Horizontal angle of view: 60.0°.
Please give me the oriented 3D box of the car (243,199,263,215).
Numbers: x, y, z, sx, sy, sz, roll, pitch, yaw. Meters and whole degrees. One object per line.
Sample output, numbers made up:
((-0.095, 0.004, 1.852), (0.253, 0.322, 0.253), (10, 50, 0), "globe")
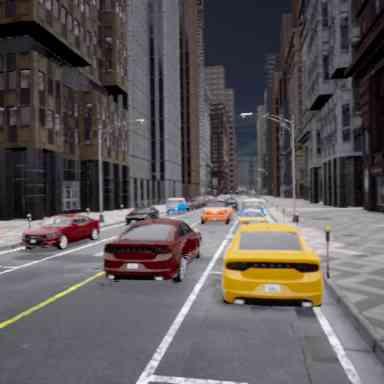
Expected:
((6.576, 1.550, 36.067), (1.967, 1.590, 4.097), (-1, 0, 10), "car")

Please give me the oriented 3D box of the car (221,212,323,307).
((1.819, 1.495, 8.109), (1.882, 1.535, 5.008), (-1, 0, 10), "car")

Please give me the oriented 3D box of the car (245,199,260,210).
((8.617, 1.696, 47.153), (2.008, 1.369, 4.403), (-1, 0, 10), "car")

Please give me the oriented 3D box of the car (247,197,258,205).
((11.677, 1.764, 63.782), (1.947, 1.339, 4.313), (-1, 0, 10), "car")

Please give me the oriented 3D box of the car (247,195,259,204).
((12.692, 1.531, 69.328), (2.192, 1.841, 5.009), (-1, 0, 10), "car")

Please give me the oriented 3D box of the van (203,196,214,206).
((3.288, 1.681, 65.316), (1.690, 1.788, 3.998), (-1, 0, 10), "van")

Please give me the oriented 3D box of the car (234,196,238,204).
((5.108, 1.682, 43.332), (1.837, 1.490, 4.892), (-1, 0, 10), "car")

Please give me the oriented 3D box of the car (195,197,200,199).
((0.233, 1.852, 48.684), (1.947, 1.339, 4.313), (-1, 0, 10), "car")

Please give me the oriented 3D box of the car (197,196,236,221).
((2.021, 1.473, 26.018), (2.097, 1.767, 4.553), (-1, 0, 10), "car")

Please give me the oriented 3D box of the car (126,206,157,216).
((-3.847, 1.782, 26.509), (1.947, 1.339, 4.313), (-1, 0, 10), "car")

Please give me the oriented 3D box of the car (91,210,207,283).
((-0.911, 1.550, 10.066), (1.882, 1.535, 5.008), (-1, 0, 10), "car")

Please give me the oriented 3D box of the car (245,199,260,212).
((7.628, 1.653, 41.777), (1.752, 1.417, 4.829), (-1, 0, 10), "car")

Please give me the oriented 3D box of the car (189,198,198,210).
((-0.787, 1.835, 43.140), (1.947, 1.339, 4.313), (-1, 0, 10), "car")

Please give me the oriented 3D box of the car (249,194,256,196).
((10.655, 1.621, 58.239), (1.967, 1.590, 4.097), (-1, 0, 10), "car")

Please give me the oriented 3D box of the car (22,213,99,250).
((-5.887, 1.727, 15.422), (1.887, 1.381, 4.507), (-1, 0, 10), "car")

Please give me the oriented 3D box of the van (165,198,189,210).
((-1.811, 1.592, 37.598), (1.690, 1.788, 3.998), (-1, 0, 10), "van")

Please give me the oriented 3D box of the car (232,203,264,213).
((3.549, 1.583, 19.604), (1.752, 1.417, 4.829), (-1, 0, 10), "car")

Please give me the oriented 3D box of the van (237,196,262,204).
((4.534, 1.416, 24.981), (1.690, 1.788, 3.998), (-1, 0, 10), "van")
